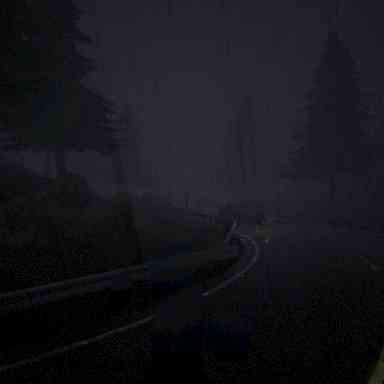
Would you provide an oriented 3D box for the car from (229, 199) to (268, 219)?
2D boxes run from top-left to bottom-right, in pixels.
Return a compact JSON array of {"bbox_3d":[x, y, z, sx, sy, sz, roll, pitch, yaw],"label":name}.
[{"bbox_3d":[5.069,1.485,30.624,1.837,1.490,4.892,0,0,-13],"label":"car"}]

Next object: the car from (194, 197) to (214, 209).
[{"bbox_3d":[1.610,1.453,45.977,1.882,1.535,5.008,0,0,-12],"label":"car"}]

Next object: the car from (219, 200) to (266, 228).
[{"bbox_3d":[3.272,1.463,22.324,1.882,1.535,5.008,0,0,-13],"label":"car"}]
